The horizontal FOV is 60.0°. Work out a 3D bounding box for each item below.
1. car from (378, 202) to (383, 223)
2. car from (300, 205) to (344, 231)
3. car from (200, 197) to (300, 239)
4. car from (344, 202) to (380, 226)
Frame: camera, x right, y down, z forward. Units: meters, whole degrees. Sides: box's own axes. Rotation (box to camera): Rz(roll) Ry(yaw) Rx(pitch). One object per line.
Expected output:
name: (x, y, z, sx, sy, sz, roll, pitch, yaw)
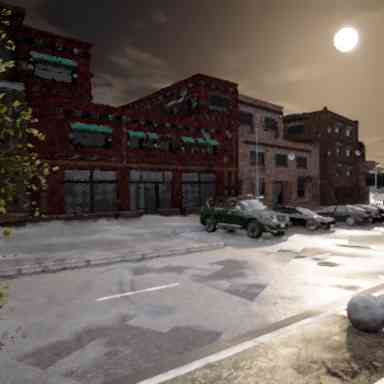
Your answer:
car: (13.236, 1.801, 27.497, 2.163, 1.488, 4.792, 1, -1, -41)
car: (6.992, 1.671, 21.998, 2.163, 1.488, 4.792, 1, -1, -39)
car: (2.768, 1.319, 18.534, 2.435, 2.045, 5.566, 1, -1, -38)
car: (11.216, 1.731, 25.658, 2.231, 1.521, 4.892, 1, -1, -41)
